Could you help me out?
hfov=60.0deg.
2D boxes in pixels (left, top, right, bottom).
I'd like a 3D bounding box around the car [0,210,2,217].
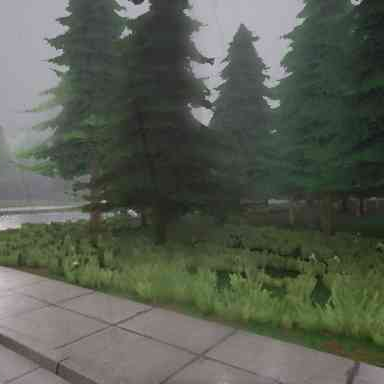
[{"bbox_3d":[-16.373,1.499,24.056,1.812,1.442,4.674,0,0,34],"label":"car"}]
